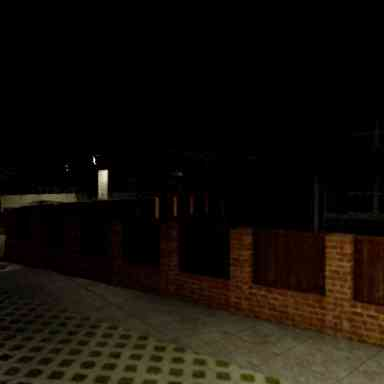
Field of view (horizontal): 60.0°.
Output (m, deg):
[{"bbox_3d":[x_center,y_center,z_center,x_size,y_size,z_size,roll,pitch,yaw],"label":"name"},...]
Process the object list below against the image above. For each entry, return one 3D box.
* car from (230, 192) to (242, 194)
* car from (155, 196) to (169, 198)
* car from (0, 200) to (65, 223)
[{"bbox_3d":[4.623,0.740,36.391,5.008,1.535,1.882,-1,2,-43],"label":"car"},{"bbox_3d":[-2.687,1.068,28.945,1.895,1.301,4.718,1,2,43],"label":"car"},{"bbox_3d":[-9.414,1.231,21.137,2.033,1.411,5.357,1,2,39],"label":"car"}]
